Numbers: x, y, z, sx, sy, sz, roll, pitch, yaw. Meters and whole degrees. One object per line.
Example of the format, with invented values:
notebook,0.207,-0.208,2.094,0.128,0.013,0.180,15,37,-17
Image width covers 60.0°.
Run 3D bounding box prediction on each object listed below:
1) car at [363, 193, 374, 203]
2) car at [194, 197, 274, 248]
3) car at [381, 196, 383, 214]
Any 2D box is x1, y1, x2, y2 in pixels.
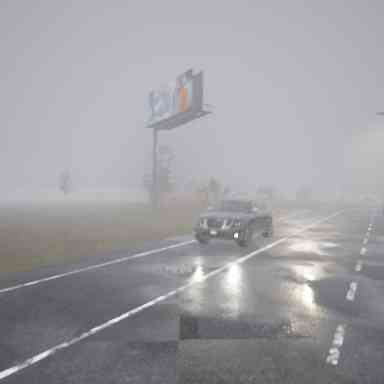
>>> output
car,41.027,1.365,77.191,2.150,2.045,5.566,0,0,30
car,2.201,1.265,15.636,2.150,2.045,5.566,0,0,29
car,22.054,1.556,36.546,1.882,1.535,5.008,0,0,29
